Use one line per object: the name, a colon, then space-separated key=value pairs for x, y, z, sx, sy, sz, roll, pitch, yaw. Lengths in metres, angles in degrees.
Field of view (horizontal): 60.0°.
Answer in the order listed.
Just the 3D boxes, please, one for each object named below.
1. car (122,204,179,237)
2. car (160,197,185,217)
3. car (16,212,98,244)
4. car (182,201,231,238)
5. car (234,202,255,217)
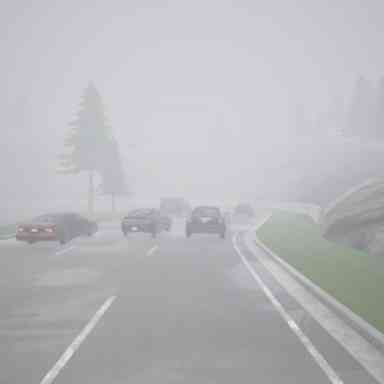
car: x=-2.489 y=1.675 z=19.310 sx=2.128 sy=1.511 sz=4.902 roll=0 pitch=-1 yaw=10
car: x=-1.757 y=1.559 z=35.677 sx=2.150 sy=2.045 sz=5.566 roll=0 pitch=-1 yaw=15
car: x=-6.472 y=1.706 z=16.643 sx=2.033 sy=1.411 sz=5.357 roll=0 pitch=-1 yaw=5
car: x=1.058 y=1.535 z=19.212 sx=2.097 sy=1.767 sz=4.553 roll=0 pitch=-1 yaw=11
car: x=5.790 y=1.852 z=36.622 sx=1.837 sy=1.490 sz=4.892 roll=0 pitch=0 yaw=15
